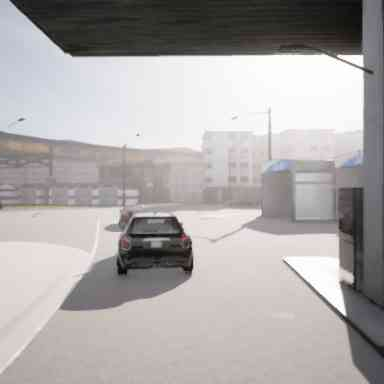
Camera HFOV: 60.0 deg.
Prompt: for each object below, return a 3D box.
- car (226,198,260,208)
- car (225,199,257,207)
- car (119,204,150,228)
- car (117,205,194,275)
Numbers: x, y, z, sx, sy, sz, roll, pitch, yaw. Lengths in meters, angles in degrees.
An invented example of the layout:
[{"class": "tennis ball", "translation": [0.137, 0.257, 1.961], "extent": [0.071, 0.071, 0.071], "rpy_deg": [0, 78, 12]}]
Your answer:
[{"class": "car", "translation": [7.827, 1.659, 50.570], "extent": [4.892, 1.490, 1.837], "rpy_deg": [0, -1, -10]}, {"class": "car", "translation": [7.997, 1.766, 54.197], "extent": [4.718, 1.301, 1.895], "rpy_deg": [0, 0, -10]}, {"class": "car", "translation": [-4.185, 1.616, 23.695], "extent": [1.812, 1.442, 4.674], "rpy_deg": [0, -1, -14]}, {"class": "car", "translation": [-1.282, 1.394, 10.846], "extent": [2.097, 1.767, 4.553], "rpy_deg": [0, 0, -10]}]
